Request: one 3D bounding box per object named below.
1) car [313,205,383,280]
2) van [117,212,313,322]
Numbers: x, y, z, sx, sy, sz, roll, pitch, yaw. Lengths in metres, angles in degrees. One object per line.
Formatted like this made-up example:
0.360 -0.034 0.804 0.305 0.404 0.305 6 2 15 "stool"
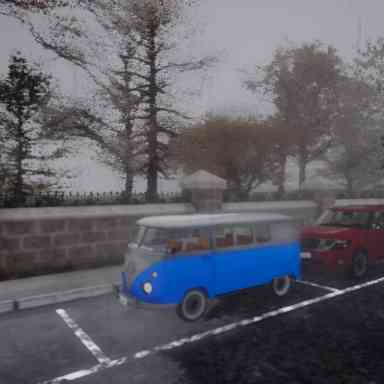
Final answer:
5.039 1.331 10.161 5.009 1.841 2.192 0 0 -36 "car"
0.532 1.348 6.945 3.998 1.788 1.690 0 0 -36 "van"
